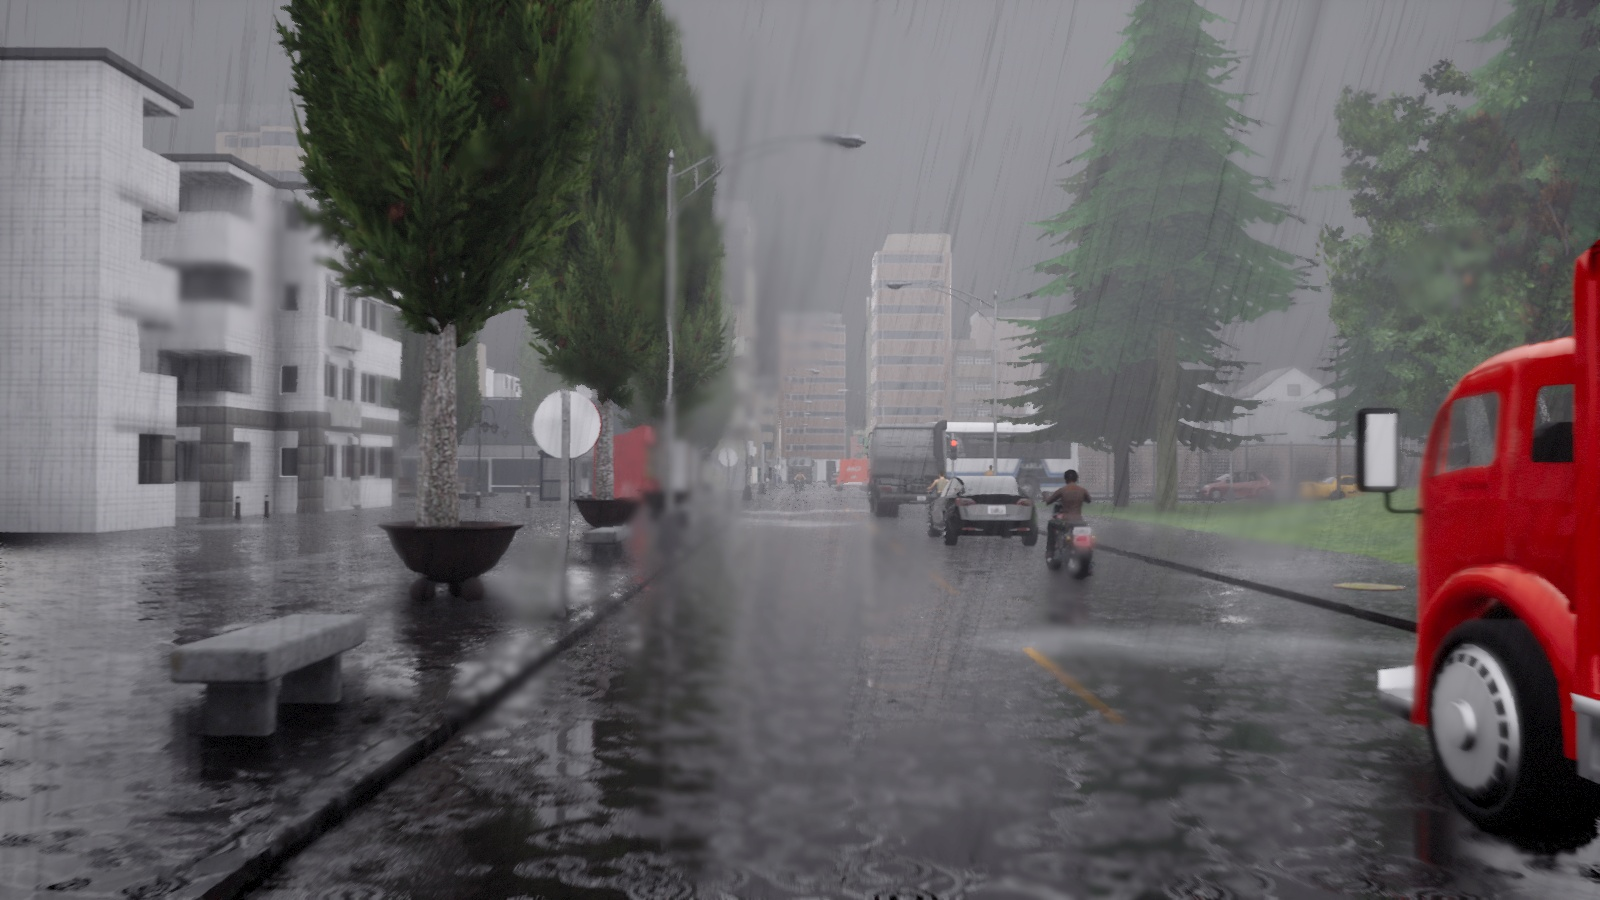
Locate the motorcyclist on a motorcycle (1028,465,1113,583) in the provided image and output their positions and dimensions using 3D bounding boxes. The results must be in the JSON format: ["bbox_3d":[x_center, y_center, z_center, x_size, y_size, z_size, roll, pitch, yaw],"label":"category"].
[{"bbox_3d":[4.025,1.065,18.869,0.766,1.649,2.350,0,-1,0],"label":"motorcyclist on a motorcycle"}]

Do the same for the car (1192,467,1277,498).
[{"bbox_3d":[23.794,1.774,68.901,3.988,1.617,1.851,0,-1,0],"label":"car"}]

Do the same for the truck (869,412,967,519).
[{"bbox_3d":[4.023,0.564,44.634,2.891,3.462,7.936,0,-1,1],"label":"truck"}]

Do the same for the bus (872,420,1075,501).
[{"bbox_3d":[9.336,0.545,68.278,10.273,4.253,3.944,0,0,-7],"label":"bus"}]

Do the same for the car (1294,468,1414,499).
[{"bbox_3d":[28.575,1.729,64.898,5.366,1.575,1.801,0,-1,0],"label":"car"}]

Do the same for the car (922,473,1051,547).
[{"bbox_3d":[4.039,1.268,28.035,2.163,1.488,4.792,0,-1,0],"label":"car"}]

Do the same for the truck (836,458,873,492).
[{"bbox_3d":[4.043,1.891,94.305,2.627,2.467,5.204,0,-1,0],"label":"truck"}]

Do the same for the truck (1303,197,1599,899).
[{"bbox_3d":[3.994,0.381,4.088,2.627,2.467,5.204,0,-1,0],"label":"truck"}]
